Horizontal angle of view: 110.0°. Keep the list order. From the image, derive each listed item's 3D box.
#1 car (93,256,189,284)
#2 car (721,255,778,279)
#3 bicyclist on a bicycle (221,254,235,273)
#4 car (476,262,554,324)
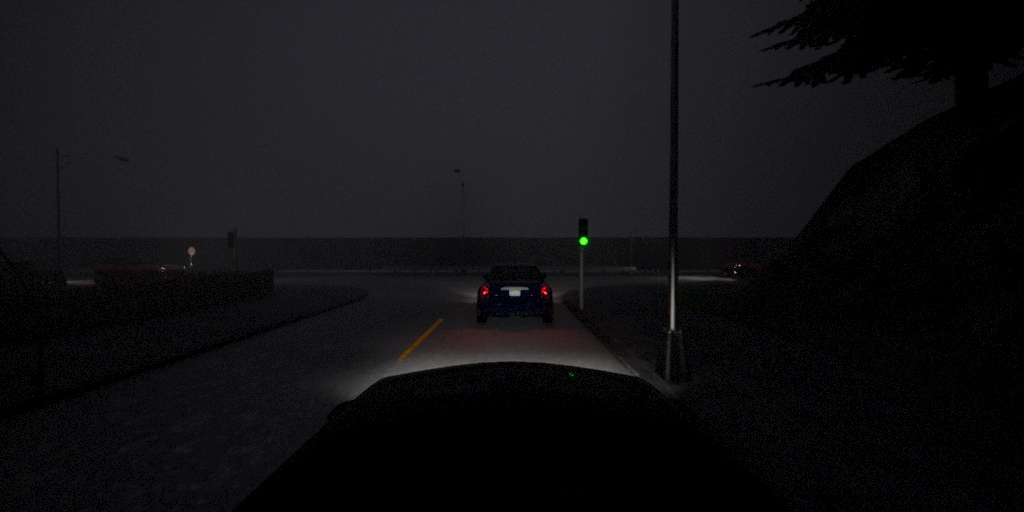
[{"bbox_3d":[-22.906,0.791,22.309,4.553,1.767,2.097,0,1,0],"label":"car"},{"bbox_3d":[18.030,0.728,26.510,4.553,1.767,2.097,0,1,0],"label":"car"},{"bbox_3d":[-24.269,0.662,30.706,0.582,1.620,1.656,0,1,0],"label":"bicyclist on a bicycle"},{"bbox_3d":[0.085,0.955,11.490,2.097,1.767,4.553,0,1,0],"label":"car"}]
